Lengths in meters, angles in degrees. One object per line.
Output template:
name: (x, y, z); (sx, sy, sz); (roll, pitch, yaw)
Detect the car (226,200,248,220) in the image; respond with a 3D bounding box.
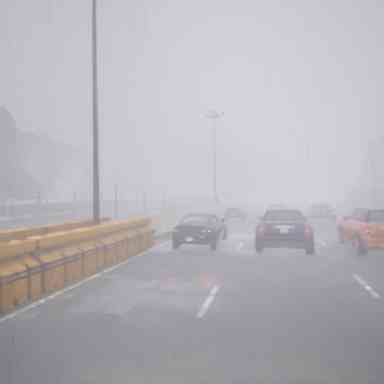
car: (3.897, 1.690, 29.550); (1.812, 1.442, 4.674); (-1, 0, 14)

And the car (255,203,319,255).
car: (3.760, 1.402, 13.855); (2.097, 1.767, 4.553); (-1, -1, 13)

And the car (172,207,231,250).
car: (0.429, 1.629, 14.951); (1.812, 1.442, 4.674); (-1, 0, 14)

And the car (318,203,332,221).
car: (10.610, 1.609, 27.546); (2.033, 1.411, 5.357); (-1, 0, 13)

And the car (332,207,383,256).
car: (7.164, 1.352, 13.043); (2.097, 1.767, 4.553); (-1, -1, 13)

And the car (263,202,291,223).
car: (7.205, 1.659, 28.354); (2.033, 1.411, 5.357); (-1, 0, 13)

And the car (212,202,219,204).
car: (4.564, 1.950, 70.239); (1.837, 1.490, 4.892); (-1, 0, 22)
